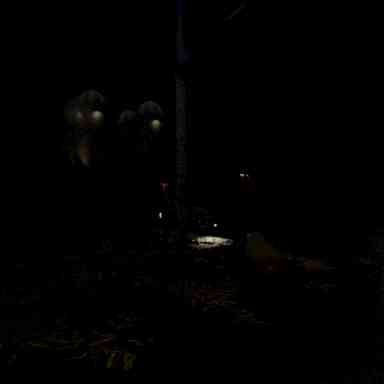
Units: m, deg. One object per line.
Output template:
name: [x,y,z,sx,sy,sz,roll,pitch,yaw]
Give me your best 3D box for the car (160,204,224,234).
car: [-0.161,1.506,19.586,1.837,1.490,4.892,0,0,-35]
